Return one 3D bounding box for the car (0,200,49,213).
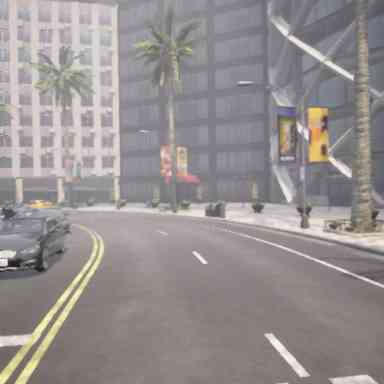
[{"bbox_3d":[-14.298,1.705,27.780,4.902,1.511,2.128,-1,0,44],"label":"car"}]

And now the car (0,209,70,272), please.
[{"bbox_3d":[-5.450,1.572,11.002,2.128,1.511,4.902,-1,0,-12],"label":"car"}]

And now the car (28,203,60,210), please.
[{"bbox_3d":[-8.447,1.646,19.712,1.812,1.442,4.674,-1,0,-28],"label":"car"}]
